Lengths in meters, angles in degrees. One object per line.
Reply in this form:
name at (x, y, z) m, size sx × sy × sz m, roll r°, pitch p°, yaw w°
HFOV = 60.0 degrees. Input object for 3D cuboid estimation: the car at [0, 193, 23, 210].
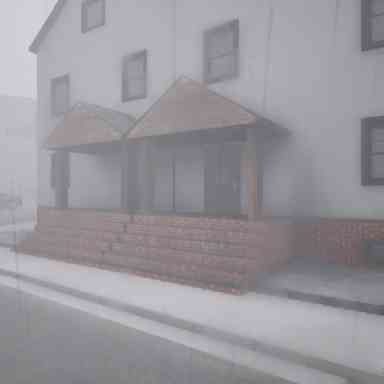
car at (-16.157, 0.891, 26.523) m, size 1.837 × 1.490 × 4.892 m, roll 0°, pitch 7°, yaw 35°
